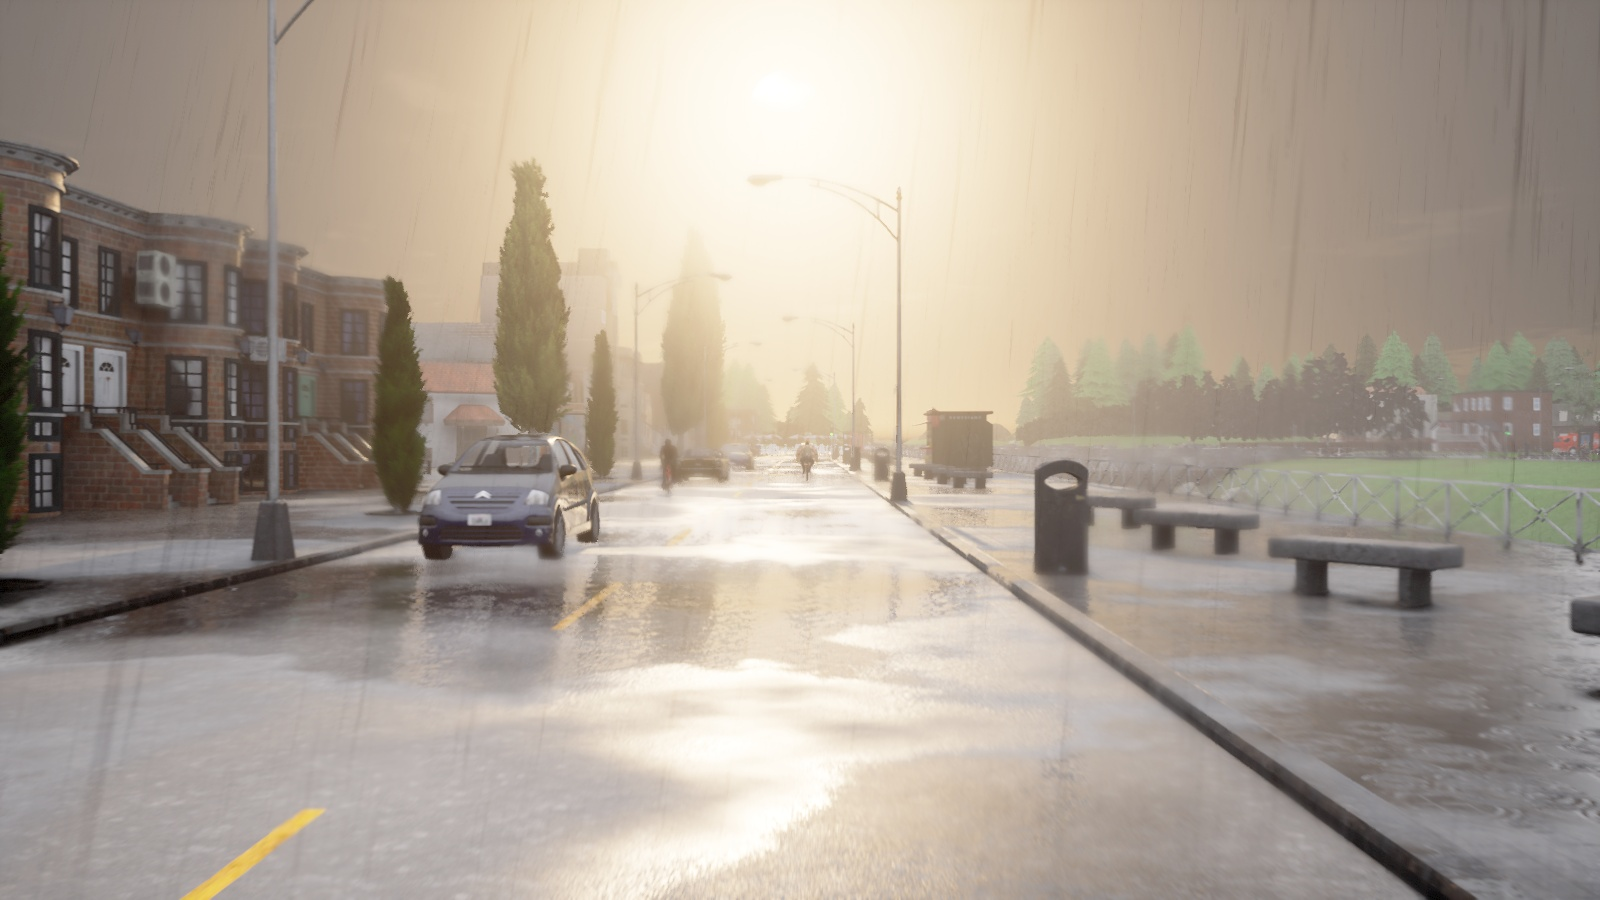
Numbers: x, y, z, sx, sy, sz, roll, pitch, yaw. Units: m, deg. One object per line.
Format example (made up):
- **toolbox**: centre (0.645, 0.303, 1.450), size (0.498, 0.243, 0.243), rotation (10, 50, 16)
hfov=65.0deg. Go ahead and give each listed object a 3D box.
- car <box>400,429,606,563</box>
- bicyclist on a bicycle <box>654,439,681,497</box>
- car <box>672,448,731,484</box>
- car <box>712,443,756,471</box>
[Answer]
- **car**: centre (-3.889, 0.545, 17.131), size (1.851, 1.617, 3.988), rotation (0, 0, 0)
- **bicyclist on a bicycle**: centre (-3.785, 0.494, 35.968), size (0.582, 1.620, 1.656), rotation (0, 1, 0)
- **car**: centre (-3.718, 0.573, 48.099), size (1.895, 1.301, 4.718), rotation (0, 0, 0)
- **car**: centre (-3.598, 0.350, 69.743), size (2.163, 1.488, 4.792), rotation (0, 0, 0)
